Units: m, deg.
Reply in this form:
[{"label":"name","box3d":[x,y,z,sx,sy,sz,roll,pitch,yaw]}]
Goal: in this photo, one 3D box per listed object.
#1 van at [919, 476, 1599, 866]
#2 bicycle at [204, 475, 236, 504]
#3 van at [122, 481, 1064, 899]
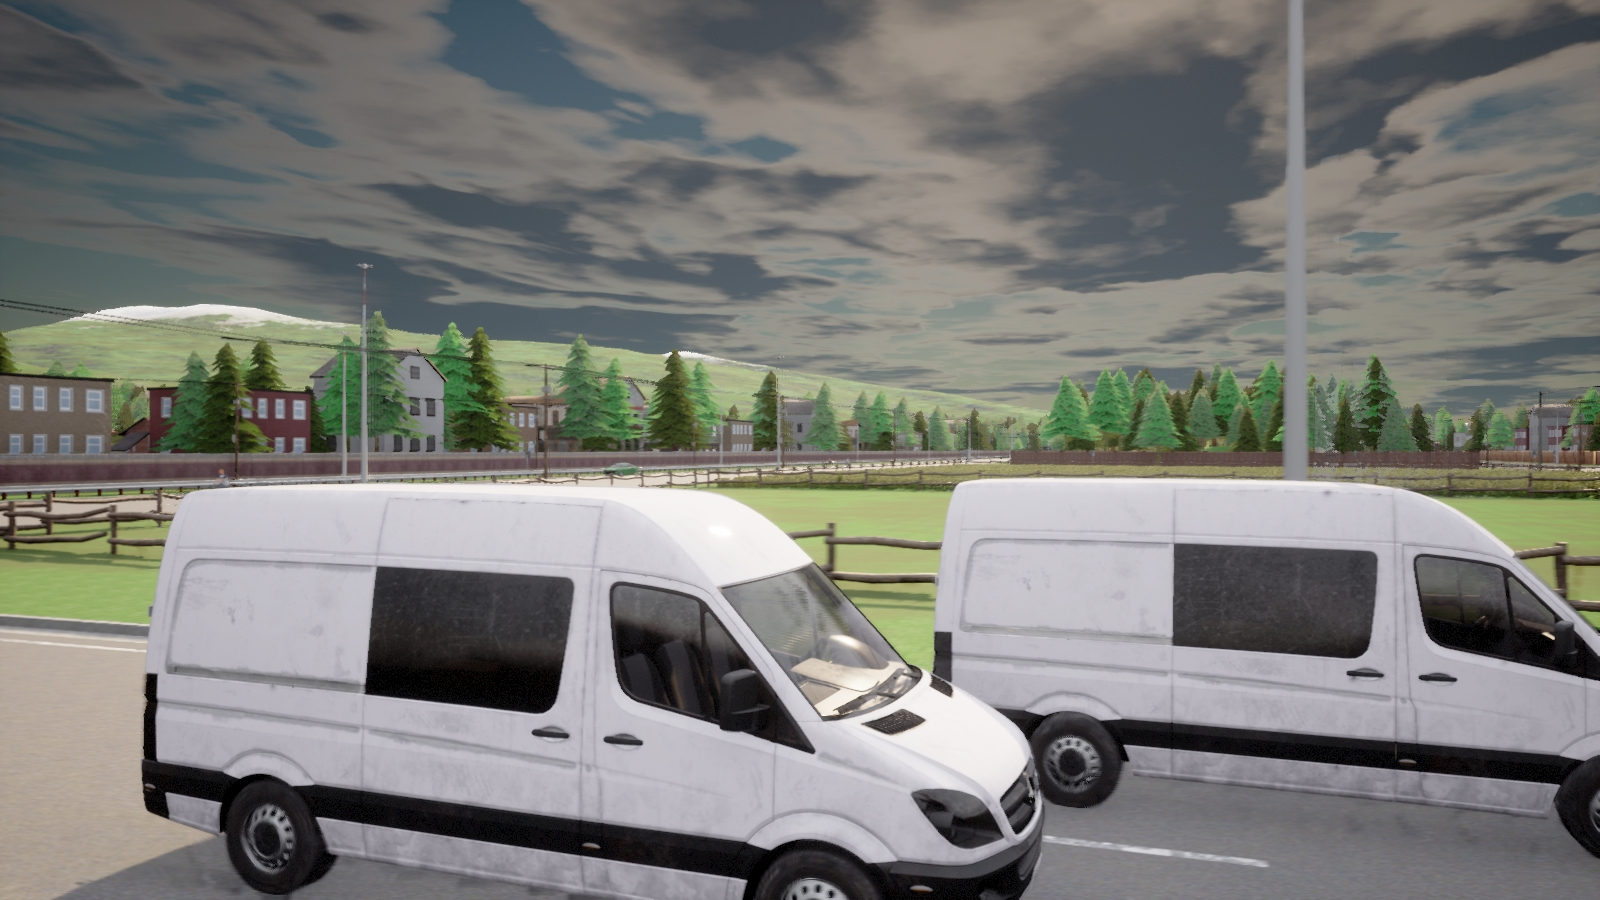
[{"label":"van","box3d":[4.088,1.534,9.267,5.915,2.561,1.988,0,0,20]},{"label":"bicycle","box3d":[-30.428,2.056,59.953,0.373,1.496,1.643,0,0,20]},{"label":"van","box3d":[-1.397,1.534,7.536,5.915,2.561,1.988,0,0,20]}]
